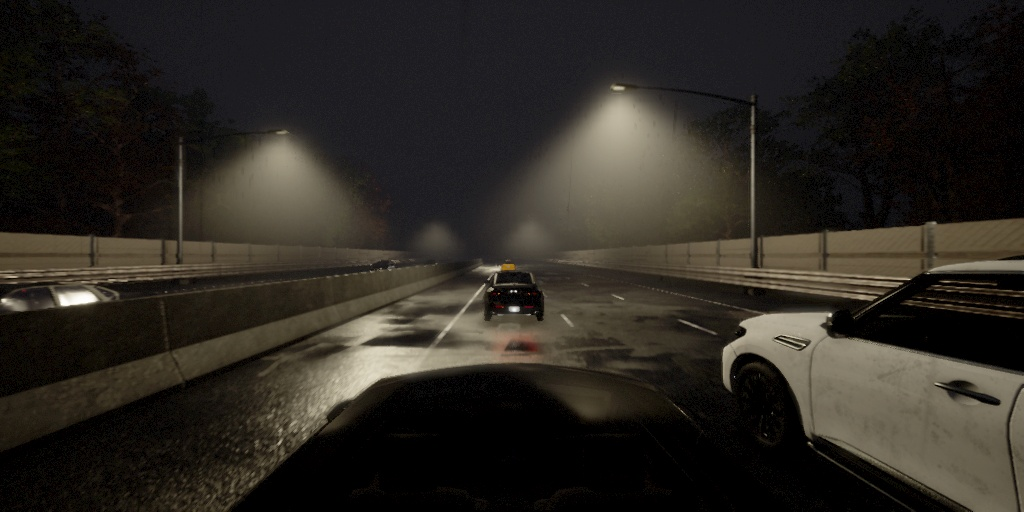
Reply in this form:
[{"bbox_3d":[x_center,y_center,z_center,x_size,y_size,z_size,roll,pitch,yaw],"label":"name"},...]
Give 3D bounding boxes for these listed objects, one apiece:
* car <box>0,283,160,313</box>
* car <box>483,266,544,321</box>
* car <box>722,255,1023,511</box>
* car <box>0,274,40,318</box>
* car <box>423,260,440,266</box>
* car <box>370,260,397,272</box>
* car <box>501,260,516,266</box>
[{"bbox_3d":[-10.618,1.301,7.629,2.033,1.411,5.357,0,0,0],"label":"car"},{"bbox_3d":[0.052,1.259,12.561,1.837,1.490,4.892,0,0,0],"label":"car"},{"bbox_3d":[3.594,0.971,1.916,2.150,2.045,5.566,0,0,0],"label":"car"},{"bbox_3d":[-17.635,1.320,10.552,1.994,1.385,4.181,0,0,0],"label":"car"},{"bbox_3d":[-11.280,1.272,50.645,1.837,1.490,4.892,0,-1,-1],"label":"car"},{"bbox_3d":[-14.557,1.267,41.012,1.837,1.490,4.892,0,0,-1],"label":"car"},{"bbox_3d":[-0.440,1.222,44.301,1.801,1.575,5.366,0,0,-1],"label":"car"}]
